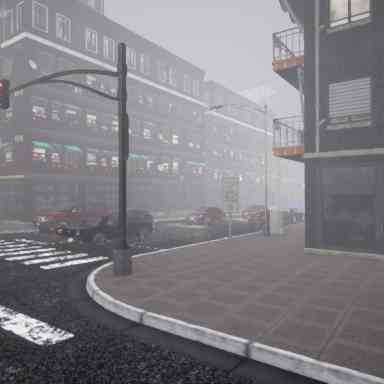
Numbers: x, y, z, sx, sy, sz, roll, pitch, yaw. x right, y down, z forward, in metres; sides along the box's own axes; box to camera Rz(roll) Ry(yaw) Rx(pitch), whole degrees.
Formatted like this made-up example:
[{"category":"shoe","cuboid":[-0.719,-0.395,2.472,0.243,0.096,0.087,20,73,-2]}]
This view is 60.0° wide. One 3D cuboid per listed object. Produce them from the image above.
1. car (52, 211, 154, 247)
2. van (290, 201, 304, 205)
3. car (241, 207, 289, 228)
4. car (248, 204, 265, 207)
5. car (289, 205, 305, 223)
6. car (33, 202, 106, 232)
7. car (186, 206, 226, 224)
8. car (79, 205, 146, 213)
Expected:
[{"category":"car","cuboid":[-4.041,1.831,16.370,1.895,1.301,4.718,0,-1,35]},{"category":"van","cuboid":[18.602,2.463,58.776,1.690,1.788,3.998,-2,-2,35]},{"category":"car","cuboid":[5.822,2.048,26.132,1.802,1.307,4.206,-2,-2,35]},{"category":"car","cuboid":[7.338,2.189,38.237,1.837,1.490,4.892,0,-1,36]},{"category":"car","cuboid":[9.096,2.120,30.780,2.008,1.369,4.403,-2,-2,35]},{"category":"car","cuboid":[-7.585,1.603,21.603,2.192,1.841,5.009,-1,-2,35]},{"category":"car","cuboid":[1.360,2.019,29.763,1.812,1.442,4.674,0,-1,35]},{"category":"car","cuboid":[-4.498,1.814,21.461,1.837,1.490,4.892,0,-1,35]}]
